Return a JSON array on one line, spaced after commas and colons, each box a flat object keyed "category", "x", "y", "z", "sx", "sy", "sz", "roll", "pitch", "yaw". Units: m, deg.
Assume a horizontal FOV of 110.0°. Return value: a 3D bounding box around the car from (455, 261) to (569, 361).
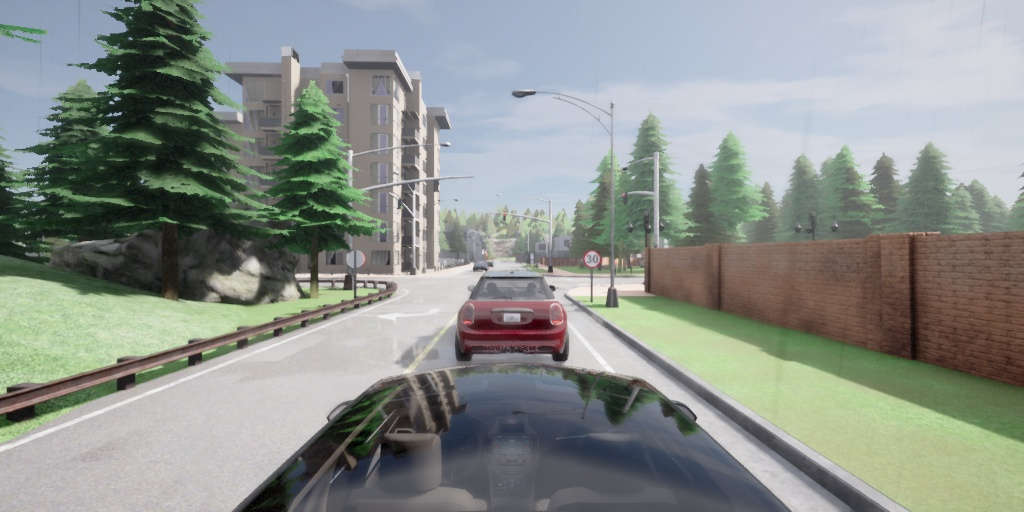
[{"category": "car", "x": 0.001, "y": 1.101, "z": 8.417, "sx": 2.097, "sy": 1.767, "sz": 4.553, "roll": 0, "pitch": 0, "yaw": 0}]
